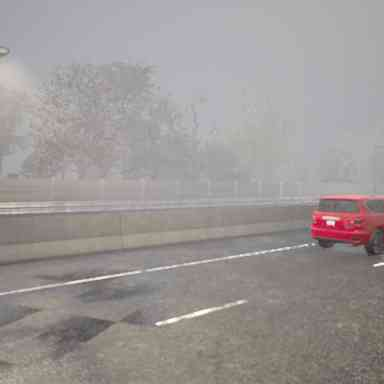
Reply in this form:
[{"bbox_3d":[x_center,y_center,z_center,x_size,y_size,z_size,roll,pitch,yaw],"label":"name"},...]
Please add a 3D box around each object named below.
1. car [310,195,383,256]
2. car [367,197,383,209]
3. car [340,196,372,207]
[{"bbox_3d":[6.984,1.151,13.039,5.566,2.045,2.150,0,0,-35],"label":"car"},{"bbox_3d":[24.669,1.346,43.036,4.181,1.385,1.994,0,0,-35],"label":"car"},{"bbox_3d":[22.765,1.288,45.975,4.892,1.490,1.837,0,0,-35],"label":"car"}]
